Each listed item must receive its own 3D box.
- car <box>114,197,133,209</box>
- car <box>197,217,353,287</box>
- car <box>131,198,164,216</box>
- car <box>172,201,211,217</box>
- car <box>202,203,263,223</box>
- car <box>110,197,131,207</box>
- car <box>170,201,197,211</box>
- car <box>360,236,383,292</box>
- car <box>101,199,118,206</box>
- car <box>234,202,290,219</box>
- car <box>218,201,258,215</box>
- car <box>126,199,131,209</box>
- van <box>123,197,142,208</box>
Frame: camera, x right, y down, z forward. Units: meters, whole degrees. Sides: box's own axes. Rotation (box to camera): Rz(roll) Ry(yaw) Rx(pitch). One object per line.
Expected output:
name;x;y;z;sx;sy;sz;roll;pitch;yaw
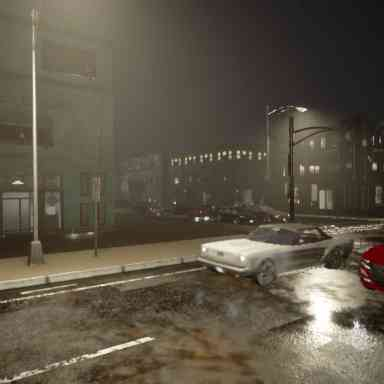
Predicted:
car;-11.362;2.087;56.846;1.812;1.442;4.674;-1;0;-35
car;2.487;1.599;9.453;4.718;1.301;1.895;0;0;-36
car;-4.842;1.846;37.678;1.967;1.590;4.097;-1;0;-35
car;-0.295;1.896;35.756;1.994;1.385;4.181;-1;0;-37
car;3.108;1.814;26.302;1.947;1.339;4.313;-2;0;-35
car;-14.066;1.939;65.087;2.192;1.841;5.009;-1;0;-35
car;-1.221;1.965;47.049;1.802;1.307;4.206;-2;0;-35
car;5.970;1.476;7.946;5.008;1.535;1.882;0;0;-36
car;-17.270;2.227;69.596;1.887;1.381;4.507;-1;0;-35
car;5.514;1.764;27.614;2.033;1.411;5.357;-1;0;-36
car;5.197;1.809;38.030;2.008;1.369;4.403;-2;0;-35
car;-6.392;1.998;44.358;2.033;1.411;5.357;-1;0;-35
van;-10.856;1.906;60.577;1.690;1.788;3.998;-1;0;-35
